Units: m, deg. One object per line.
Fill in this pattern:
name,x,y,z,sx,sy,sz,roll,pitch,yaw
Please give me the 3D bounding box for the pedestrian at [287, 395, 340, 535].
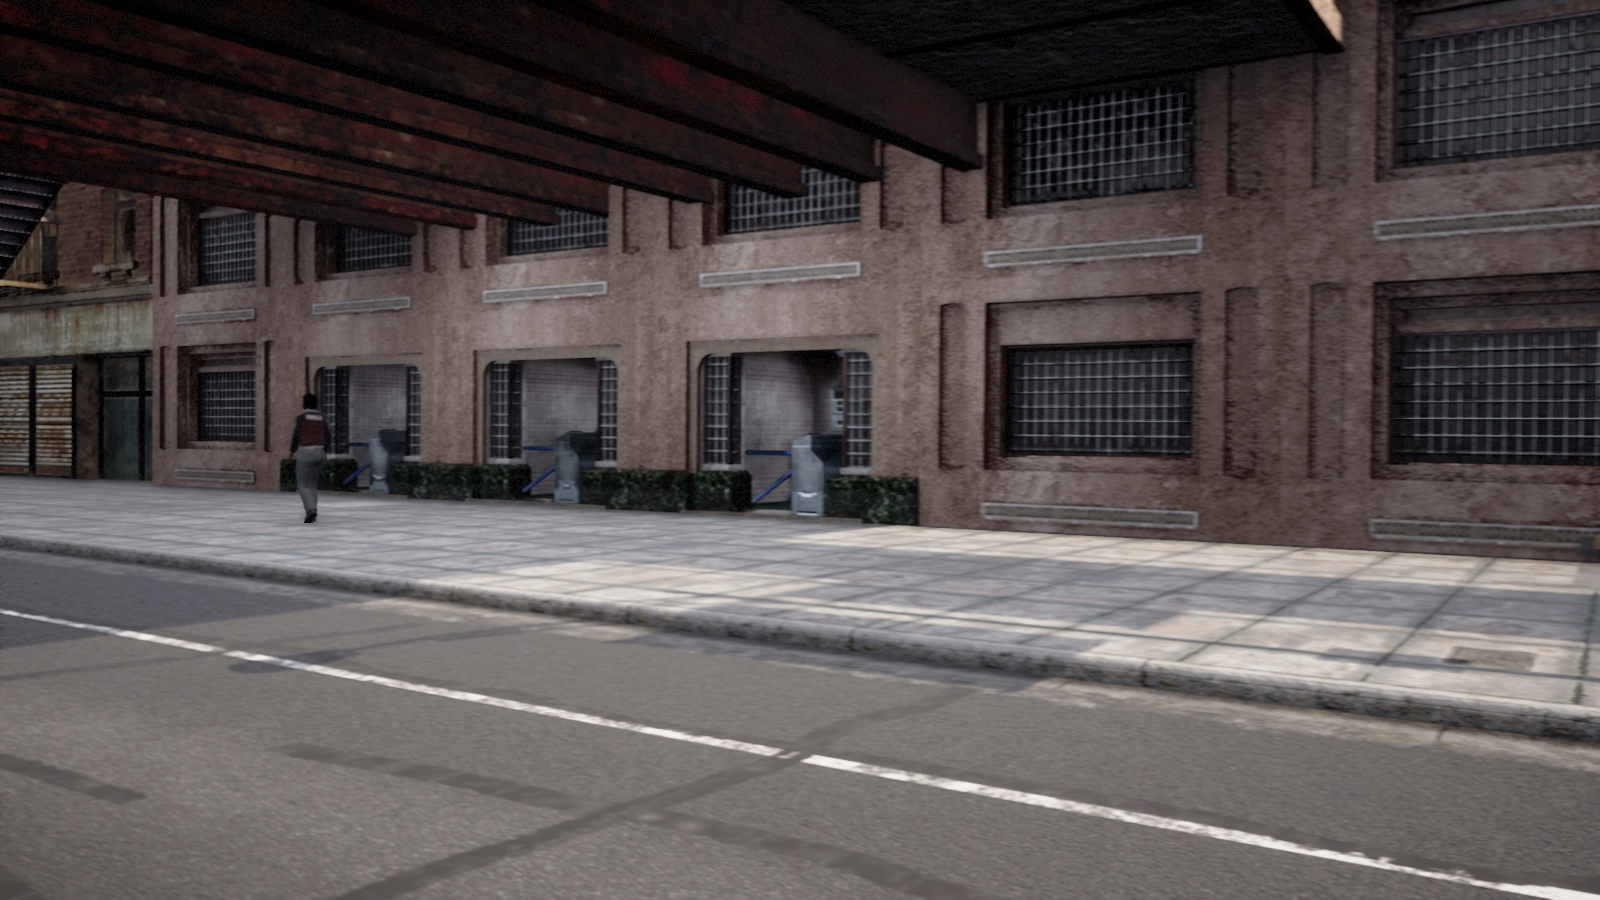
pedestrian,-6.855,0.209,17.681,0.666,1.930,0.402,0,1,40
